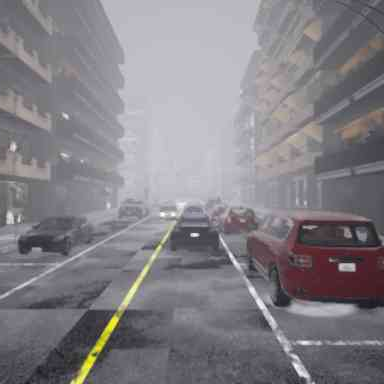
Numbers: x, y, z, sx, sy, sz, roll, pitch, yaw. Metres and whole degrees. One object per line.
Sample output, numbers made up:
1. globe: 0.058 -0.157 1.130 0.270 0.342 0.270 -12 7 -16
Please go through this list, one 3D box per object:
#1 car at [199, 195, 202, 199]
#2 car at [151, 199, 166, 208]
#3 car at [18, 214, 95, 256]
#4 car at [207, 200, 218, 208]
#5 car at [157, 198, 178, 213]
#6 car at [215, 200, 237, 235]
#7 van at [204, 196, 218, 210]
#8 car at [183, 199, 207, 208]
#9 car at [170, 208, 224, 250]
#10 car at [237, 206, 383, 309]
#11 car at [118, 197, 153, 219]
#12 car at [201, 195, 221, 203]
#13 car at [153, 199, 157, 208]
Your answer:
1. car: 2.773 1.756 90.330 2.192 1.841 5.009 1 0 0
2. car: -5.191 1.804 52.220 1.802 1.307 4.206 1 0 0
3. car: -5.269 1.608 13.506 1.947 1.339 4.313 1 0 0
4. car: 2.610 1.688 30.024 1.802 1.307 4.206 1 0 0
5. car: -2.760 1.717 39.761 1.994 1.385 4.181 0 0 0
6. car: 2.591 1.501 18.962 1.967 1.590 4.097 1 0 0
7. van: 2.649 1.530 46.619 1.690 1.788 3.998 1 0 0
8. car: 0.145 1.634 30.503 1.812 1.442 4.674 0 0 0
9. car: 0.116 1.609 14.638 1.994 1.385 4.181 0 0 0
10. car: 2.571 1.338 7.899 2.192 1.841 5.009 1 0 0
11. car: -5.230 1.422 30.096 2.192 1.841 5.009 1 0 0
12. car: 2.638 1.475 41.088 2.192 1.841 5.009 1 0 0
13. car: -5.224 1.678 35.626 1.887 1.381 4.507 1 0 0
